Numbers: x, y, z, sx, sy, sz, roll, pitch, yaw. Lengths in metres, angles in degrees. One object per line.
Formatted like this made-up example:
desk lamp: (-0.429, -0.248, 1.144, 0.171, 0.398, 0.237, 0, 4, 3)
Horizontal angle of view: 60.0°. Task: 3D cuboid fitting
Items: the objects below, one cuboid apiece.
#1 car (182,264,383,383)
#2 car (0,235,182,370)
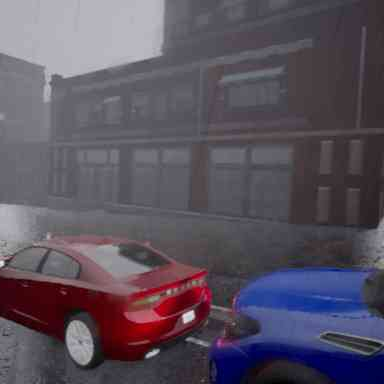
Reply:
car: (2.821, 1.236, 2.346, 5.566, 2.045, 2.150, 0, 0, 36)
car: (-2.062, 1.503, 5.827, 5.008, 1.535, 1.882, 0, 0, 35)
